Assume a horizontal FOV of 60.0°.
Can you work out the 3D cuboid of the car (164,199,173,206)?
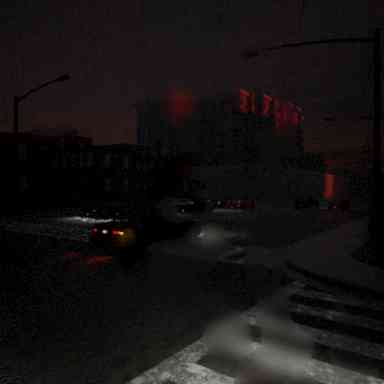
[{"bbox_3d":[-1.586,1.439,37.695,1.812,1.442,4.674,0,0,35],"label":"car"}]

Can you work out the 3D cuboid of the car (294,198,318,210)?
[{"bbox_3d":[14.393,1.432,41.718,1.882,1.535,5.008,0,0,35],"label":"car"}]

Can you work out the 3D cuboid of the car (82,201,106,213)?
[{"bbox_3d":[-7.166,1.460,29.884,2.033,1.411,5.357,0,0,35],"label":"car"}]

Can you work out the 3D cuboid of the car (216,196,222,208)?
[{"bbox_3d":[4.027,1.266,45.556,2.097,1.767,4.553,0,0,36],"label":"car"}]

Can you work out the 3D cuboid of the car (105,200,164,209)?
[{"bbox_3d":[-4.645,1.490,27.382,1.994,1.385,4.181,0,0,36],"label":"car"}]

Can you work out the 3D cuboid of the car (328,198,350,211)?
[{"bbox_3d":[18.102,1.494,40.883,1.812,1.442,4.674,0,0,35],"label":"car"}]

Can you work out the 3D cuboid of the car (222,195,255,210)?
[{"bbox_3d":[6.243,1.279,42.643,2.097,1.767,4.553,0,0,36],"label":"car"}]

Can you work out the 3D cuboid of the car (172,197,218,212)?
[{"bbox_3d":[0.404,1.527,34.477,1.895,1.301,4.718,0,0,36],"label":"car"}]

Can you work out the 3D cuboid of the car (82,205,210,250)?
[{"bbox_3d":[-1.676,1.512,14.207,2.033,1.411,5.357,0,0,37],"label":"car"}]
